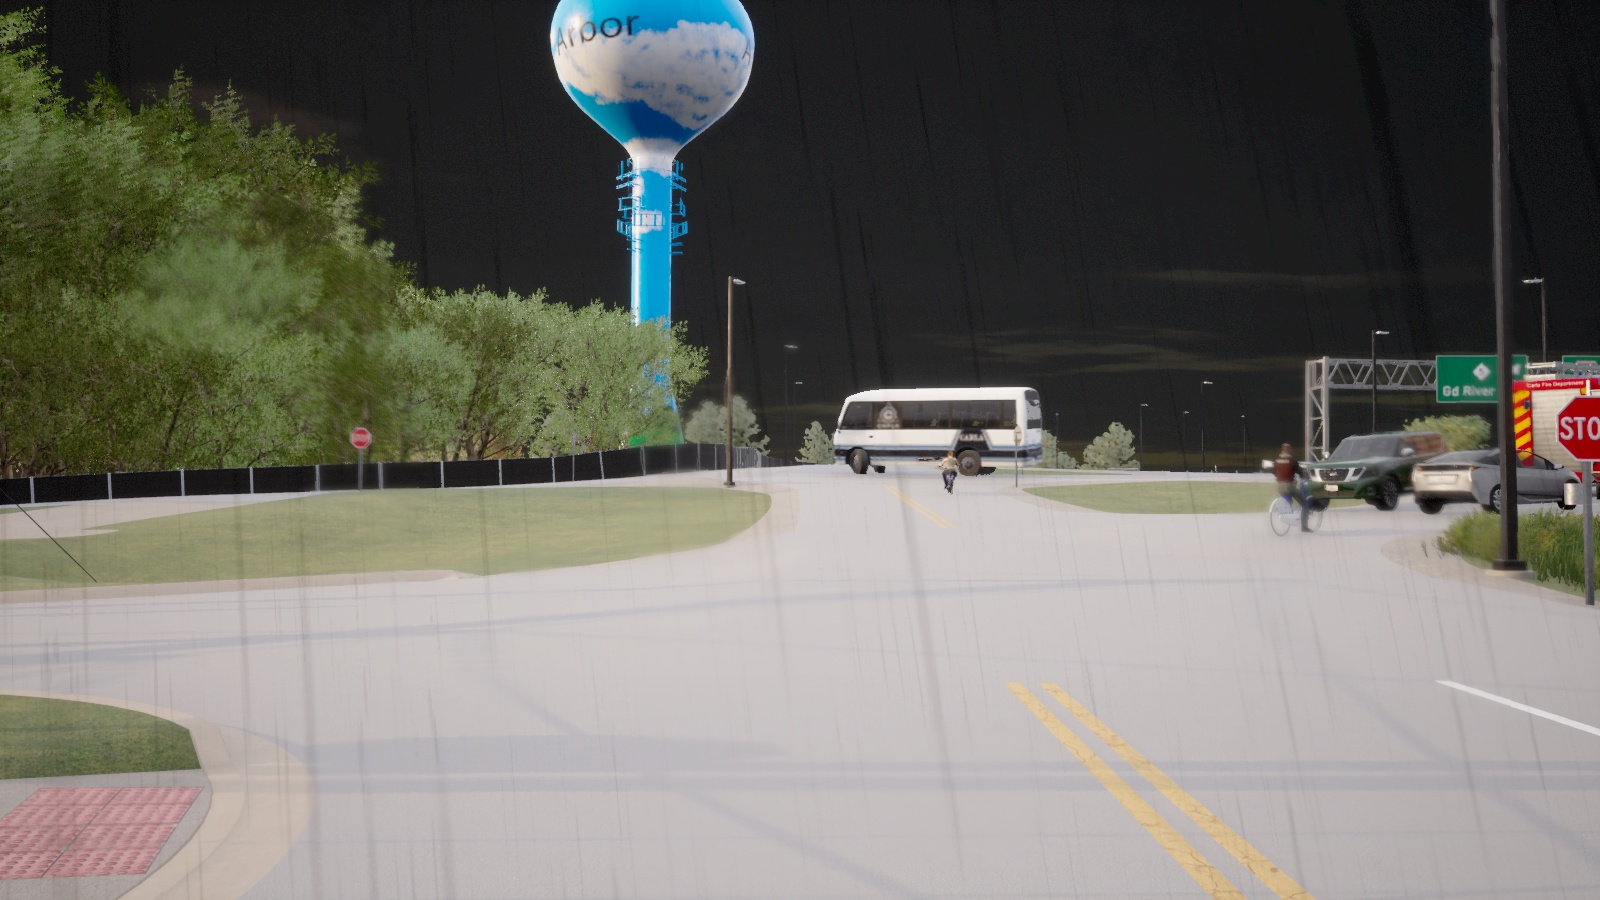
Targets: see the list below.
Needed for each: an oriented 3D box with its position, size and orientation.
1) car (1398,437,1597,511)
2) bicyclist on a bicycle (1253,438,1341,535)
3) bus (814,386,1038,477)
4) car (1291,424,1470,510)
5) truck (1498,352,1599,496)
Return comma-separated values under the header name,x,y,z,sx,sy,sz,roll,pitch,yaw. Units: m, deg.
name,x,y,z,sx,sy,sz,roll,pitch,yaw
car,16.542,0.550,29.740,4.514,1.525,2.007,-2,-1,-30
bicyclist on a bicycle,9.644,0.688,24.333,1.843,1.776,0.659,-2,-1,-38
bus,6.199,-0.937,62.211,10.273,4.253,3.944,0,2,26
car,15.788,0.422,33.994,5.566,2.045,2.150,-2,-1,-40
truck,23.837,-0.751,36.793,8.468,3.827,2.891,-2,-1,-40
